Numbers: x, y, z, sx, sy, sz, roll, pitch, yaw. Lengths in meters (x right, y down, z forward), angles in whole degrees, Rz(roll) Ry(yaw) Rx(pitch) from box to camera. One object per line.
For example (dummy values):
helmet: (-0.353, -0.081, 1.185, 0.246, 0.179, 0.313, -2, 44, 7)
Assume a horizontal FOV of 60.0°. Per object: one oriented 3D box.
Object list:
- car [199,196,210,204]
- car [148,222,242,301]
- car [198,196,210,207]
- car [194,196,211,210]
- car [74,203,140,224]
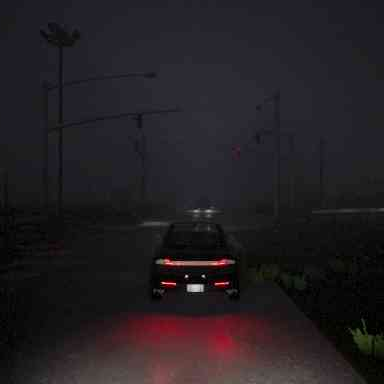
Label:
car: (2.426, 1.529, 62.059, 1.994, 1.385, 4.181, 0, 0, 3)
car: (0.079, 1.492, 8.323, 2.128, 1.511, 4.902, 0, 0, 0)
car: (1.893, 1.443, 52.117, 1.882, 1.535, 5.008, 0, 0, 3)
car: (1.422, 1.491, 42.909, 1.812, 1.442, 4.674, 0, 0, 3)
car: (-6.069, 1.525, 23.887, 4.674, 1.442, 1.812, 0, 0, 2)
